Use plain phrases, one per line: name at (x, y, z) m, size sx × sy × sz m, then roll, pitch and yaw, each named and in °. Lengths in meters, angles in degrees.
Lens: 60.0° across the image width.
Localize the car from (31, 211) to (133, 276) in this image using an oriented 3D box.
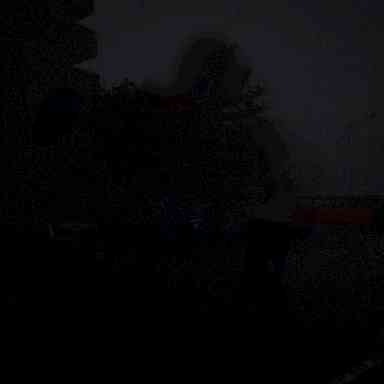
car at (-4.473, 1.481, 10.348) m, size 4.892 × 1.521 × 2.231 m, roll -1°, pitch 0°, yaw 35°

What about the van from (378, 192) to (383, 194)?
van at (12.992, 1.065, 22.180) m, size 4.442 × 1.987 × 1.878 m, roll -1°, pitch -1°, yaw 36°

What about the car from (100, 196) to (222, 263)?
car at (-2.031, 1.203, 12.092) m, size 5.566 × 2.045 × 2.435 m, roll -1°, pitch 0°, yaw 35°

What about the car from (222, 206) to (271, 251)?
car at (0.453, 1.457, 13.806) m, size 4.792 × 1.488 × 2.163 m, roll -1°, pitch 0°, yaw 35°

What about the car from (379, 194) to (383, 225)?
car at (10.432, 1.193, 20.544) m, size 4.553 × 1.767 × 2.185 m, roll -1°, pitch 0°, yaw 36°

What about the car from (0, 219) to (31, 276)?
car at (-6.956, 1.256, 8.633) m, size 5.566 × 2.045 × 2.435 m, roll -1°, pitch 0°, yaw 35°

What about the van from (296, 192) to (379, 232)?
van at (7.822, 1.122, 18.946) m, size 4.442 × 1.987 × 1.878 m, roll -1°, pitch 0°, yaw 36°

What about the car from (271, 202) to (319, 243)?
car at (2.951, 1.401, 15.504) m, size 4.892 × 1.521 × 2.231 m, roll -1°, pitch -1°, yaw 36°
